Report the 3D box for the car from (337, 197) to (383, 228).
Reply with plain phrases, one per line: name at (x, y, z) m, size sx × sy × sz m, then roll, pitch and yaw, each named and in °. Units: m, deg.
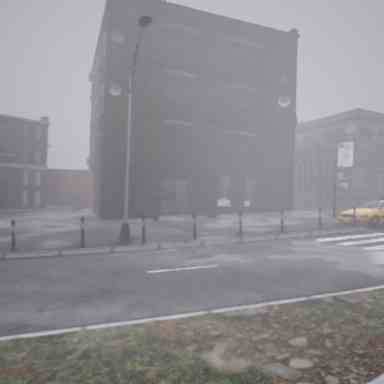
car at (10.700, 1.108, 18.917) m, size 5.366 × 1.575 × 1.946 m, roll -2°, pitch 0°, yaw -24°
